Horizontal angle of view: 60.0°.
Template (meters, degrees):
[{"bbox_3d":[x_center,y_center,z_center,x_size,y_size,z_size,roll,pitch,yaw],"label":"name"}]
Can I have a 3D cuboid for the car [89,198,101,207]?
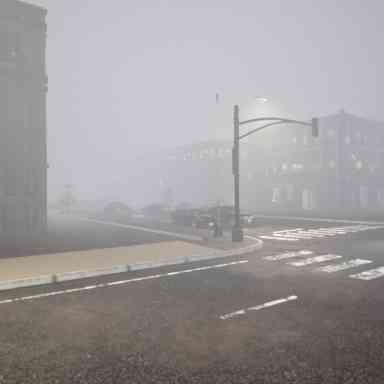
[{"bbox_3d":[-17.114,1.940,62.880,2.192,1.841,5.009,-1,0,-35],"label":"car"}]

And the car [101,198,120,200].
[{"bbox_3d":[-9.249,1.939,41.835,2.128,1.511,4.902,-1,0,-35],"label":"car"}]

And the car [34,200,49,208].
[{"bbox_3d":[-30.349,2.376,67.055,2.008,1.369,4.403,-1,0,-35],"label":"car"}]

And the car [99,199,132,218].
[{"bbox_3d":[-7.923,1.847,35.460,1.967,1.590,4.097,-1,0,-35],"label":"car"}]

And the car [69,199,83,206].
[{"bbox_3d":[-26.720,2.365,76.421,1.947,1.339,4.313,-1,0,-35],"label":"car"}]

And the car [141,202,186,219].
[{"bbox_3d":[-3.253,1.878,33.370,2.033,1.411,5.357,-1,0,-36],"label":"car"}]

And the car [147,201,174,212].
[{"bbox_3d":[-4.291,1.966,44.826,1.802,1.307,4.206,-2,0,-35],"label":"car"}]

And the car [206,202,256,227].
[{"bbox_3d":[2.693,1.738,25.001,1.812,1.442,4.674,-1,0,-34],"label":"car"}]

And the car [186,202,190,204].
[{"bbox_3d":[-1.088,1.904,40.313,1.802,1.307,4.206,-2,0,-35],"label":"car"}]

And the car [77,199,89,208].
[{"bbox_3d":[-20.211,2.195,62.807,1.812,1.442,4.674,-1,0,-35],"label":"car"}]

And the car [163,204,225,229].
[{"bbox_3d":[0.014,1.815,24.074,1.947,1.339,4.313,-1,0,-35],"label":"car"}]

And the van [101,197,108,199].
[{"bbox_3d":[-13.909,1.907,58.366,1.690,1.788,3.998,-1,0,-35],"label":"van"}]

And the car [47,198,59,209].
[{"bbox_3d":[-23.842,2.233,57.889,1.752,1.417,4.829,-1,0,-35],"label":"car"}]

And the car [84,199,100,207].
[{"bbox_3d":[-20.312,2.228,67.393,1.887,1.381,4.507,-1,0,-35],"label":"car"}]
